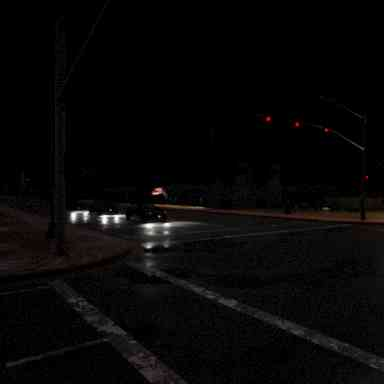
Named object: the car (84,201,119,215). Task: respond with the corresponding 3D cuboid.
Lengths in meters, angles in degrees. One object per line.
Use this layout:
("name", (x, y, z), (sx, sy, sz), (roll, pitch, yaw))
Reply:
("car", (-8.991, 1.563, 33.687), (1.994, 1.385, 4.181), (0, 0, -35))

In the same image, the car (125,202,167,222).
("car", (-3.760, 1.525, 26.371), (1.812, 1.442, 4.674), (0, 0, -36))

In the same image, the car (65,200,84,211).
("car", (-14.829, 1.600, 41.896), (1.895, 1.301, 4.718), (0, 0, -35))
